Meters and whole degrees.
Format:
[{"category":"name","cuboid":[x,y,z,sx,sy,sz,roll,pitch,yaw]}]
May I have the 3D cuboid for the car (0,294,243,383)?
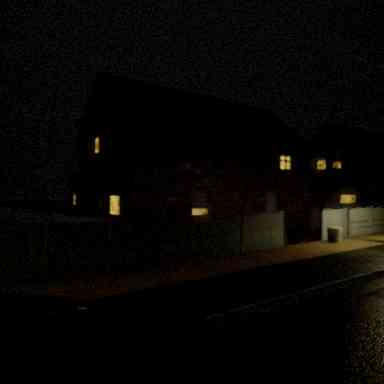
[{"category":"car","cuboid":[-1.914,1.478,1.708,5.008,1.535,1.882,0,0,-36]}]
